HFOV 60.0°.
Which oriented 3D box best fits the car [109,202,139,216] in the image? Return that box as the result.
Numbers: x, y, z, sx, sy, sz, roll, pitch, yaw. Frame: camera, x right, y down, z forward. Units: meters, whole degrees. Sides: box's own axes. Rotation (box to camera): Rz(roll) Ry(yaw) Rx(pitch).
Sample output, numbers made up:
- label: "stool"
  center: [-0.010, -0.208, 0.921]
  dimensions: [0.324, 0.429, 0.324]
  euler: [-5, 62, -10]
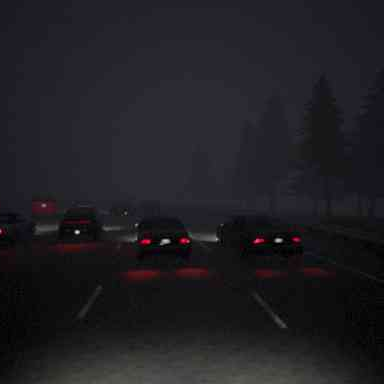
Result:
- label: "car"
  center: [-6.977, 1.657, 32.752]
  dimensions: [1.895, 1.301, 4.718]
  euler: [0, 0, -23]

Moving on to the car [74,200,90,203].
- label: "car"
  center: [-11.088, 1.557, 33.399]
  dimensions: [2.128, 1.511, 4.902]
  euler: [0, 0, -23]

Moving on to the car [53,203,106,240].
- label: "car"
  center: [-5.670, 1.540, 17.336]
  dimensions: [1.837, 1.490, 4.892]
  euler: [0, 0, -12]

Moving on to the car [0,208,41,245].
- label: "car"
  center: [-8.840, 1.640, 15.633]
  dimensions: [1.895, 1.301, 4.718]
  euler: [0, 0, -12]

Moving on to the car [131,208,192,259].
- label: "car"
  center: [-1.179, 1.566, 12.694]
  dimensions: [2.033, 1.411, 5.357]
  euler: [0, 0, -8]

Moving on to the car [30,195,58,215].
- label: "car"
  center: [-14.103, 1.292, 31.699]
  dimensions: [2.150, 2.045, 5.566]
  euler: [0, 0, -24]

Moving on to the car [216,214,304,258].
- label: "car"
  center: [2.325, 1.559, 12.800]
  dimensions: [2.033, 1.411, 5.357]
  euler: [0, 0, -8]

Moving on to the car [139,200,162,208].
- label: "car"
  center: [-4.598, 1.581, 35.954]
  dimensions: [1.812, 1.442, 4.674]
  euler: [0, 0, -23]
